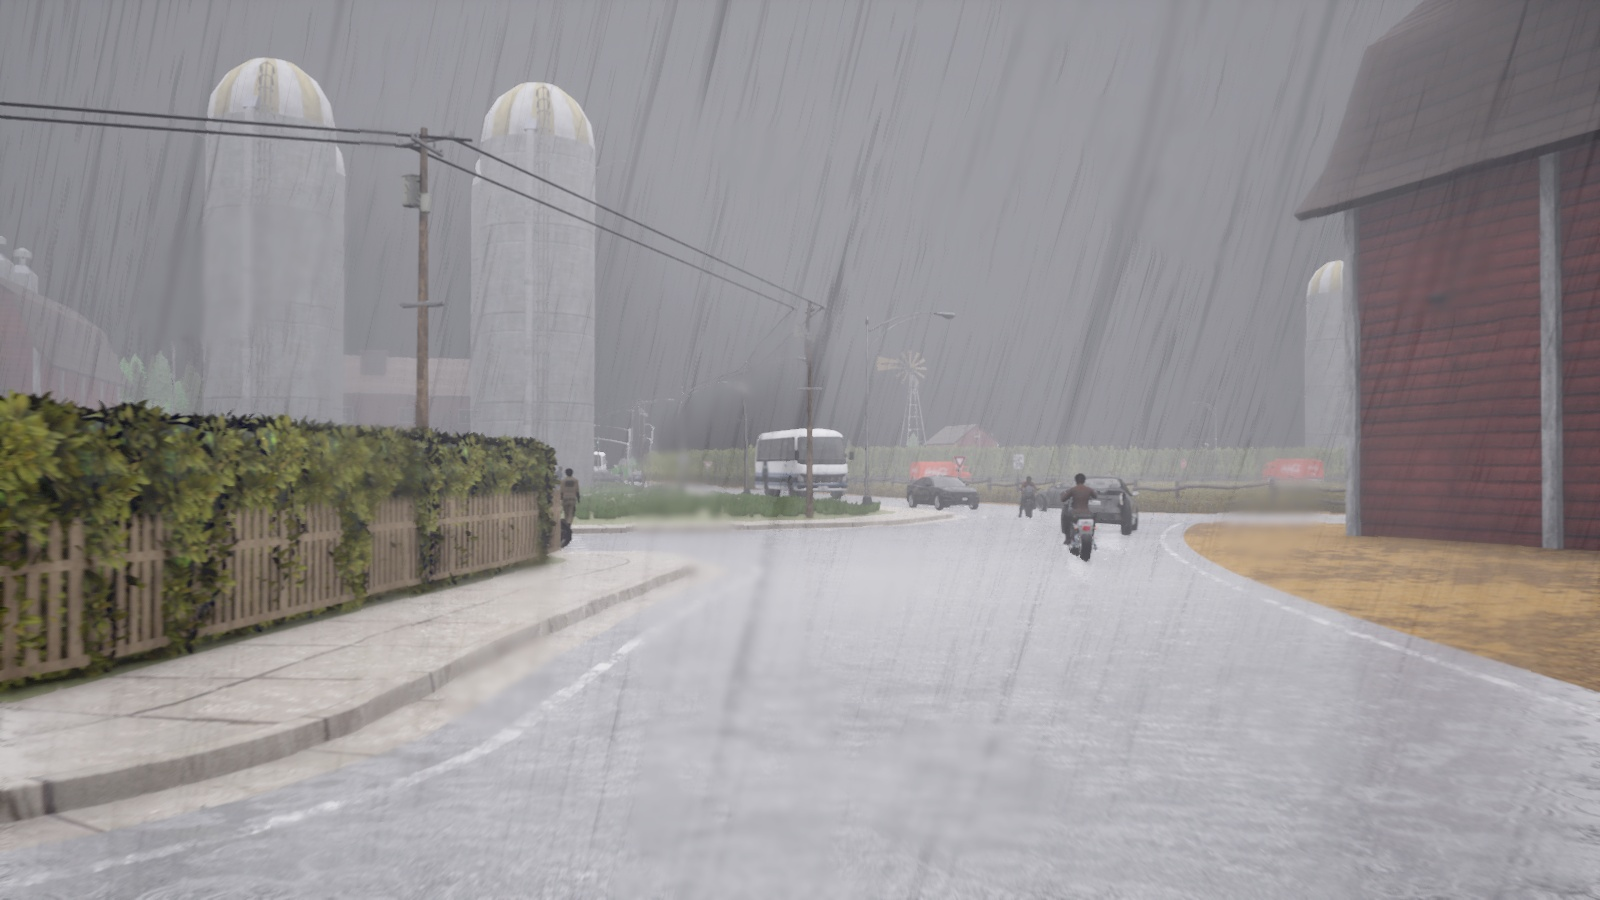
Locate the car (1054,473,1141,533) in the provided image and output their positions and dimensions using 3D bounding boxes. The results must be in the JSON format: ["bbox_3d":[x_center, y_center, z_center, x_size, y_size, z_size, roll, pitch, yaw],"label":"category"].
[{"bbox_3d":[8.233,1.399,34.490,2.007,1.525,4.514,-1,-1,17],"label":"car"}]

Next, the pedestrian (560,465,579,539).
[{"bbox_3d":[-6.090,1.369,33.158,0.396,1.930,0.692,0,-1,-4],"label":"pedestrian"}]

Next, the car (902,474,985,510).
[{"bbox_3d":[6.434,1.851,56.843,1.882,1.535,5.008,0,-1,-17],"label":"car"}]

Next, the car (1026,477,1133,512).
[{"bbox_3d":[11.671,1.837,52.707,1.994,1.385,4.181,0,-1,-33],"label":"car"}]

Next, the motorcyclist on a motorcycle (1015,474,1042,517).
[{"bbox_3d":[8.342,1.652,45.868,0.797,1.523,2.044,0,-1,6],"label":"motorcyclist on a motorcycle"}]

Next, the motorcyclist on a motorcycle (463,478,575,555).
[{"bbox_3d":[-6.144,1.446,27.569,2.350,1.649,0.766,0,-1,-10],"label":"motorcyclist on a motorcycle"}]

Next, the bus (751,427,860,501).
[{"bbox_3d":[0.148,0.864,77.663,3.944,4.253,10.273,0,-1,-17],"label":"bus"}]

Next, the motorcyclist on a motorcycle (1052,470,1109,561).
[{"bbox_3d":[5.343,1.217,24.045,0.766,1.649,2.350,-1,-1,6],"label":"motorcyclist on a motorcycle"}]
